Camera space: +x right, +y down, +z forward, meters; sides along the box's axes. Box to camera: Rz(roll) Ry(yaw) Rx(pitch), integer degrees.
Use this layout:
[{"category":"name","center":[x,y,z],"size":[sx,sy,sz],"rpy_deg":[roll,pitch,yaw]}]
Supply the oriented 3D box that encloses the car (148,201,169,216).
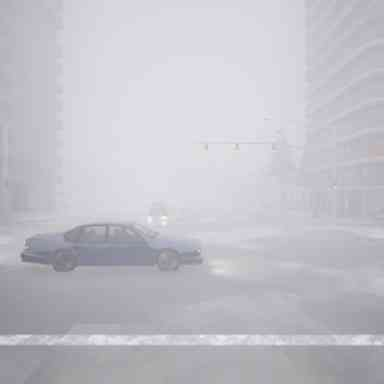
[{"category":"car","center":[-3.597,1.754,36.492],"size":[1.837,1.490,4.892],"rpy_deg":[0,0,0]}]

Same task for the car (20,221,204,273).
[{"category":"car","center":[-2.331,1.619,10.349],"size":[5.357,1.411,2.033],"rpy_deg":[0,0,0]}]
